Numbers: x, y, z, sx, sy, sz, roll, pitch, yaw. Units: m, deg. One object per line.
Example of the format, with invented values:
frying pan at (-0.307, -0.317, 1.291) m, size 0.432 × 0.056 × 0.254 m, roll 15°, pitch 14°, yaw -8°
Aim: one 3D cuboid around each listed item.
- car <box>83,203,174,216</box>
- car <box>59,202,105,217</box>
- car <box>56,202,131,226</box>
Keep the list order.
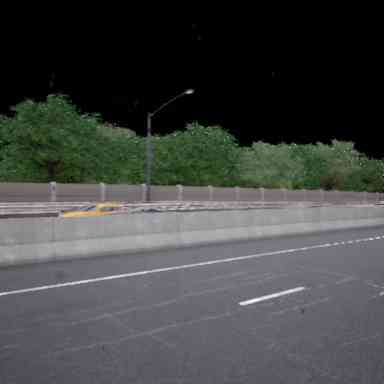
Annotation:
car at (-3.239, 1.533, 18.871) m, size 4.902 × 1.511 × 2.128 m, roll 0°, pitch 0°, yaw -35°
car at (-5.685, 1.516, 21.425) m, size 5.008 × 1.535 × 1.882 m, roll 0°, pitch 0°, yaw -35°
car at (-7.248, 1.533, 24.609) m, size 4.902 × 1.511 × 2.128 m, roll 0°, pitch 0°, yaw -35°
